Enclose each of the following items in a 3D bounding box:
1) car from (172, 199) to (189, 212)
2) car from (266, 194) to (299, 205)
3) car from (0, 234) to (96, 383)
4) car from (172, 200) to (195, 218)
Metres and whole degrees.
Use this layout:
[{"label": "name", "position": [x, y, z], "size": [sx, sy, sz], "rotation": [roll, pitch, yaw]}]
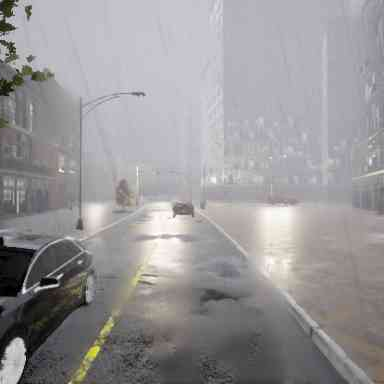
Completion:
[{"label": "car", "position": [-1.500, 1.607, 40.650], "size": [1.895, 1.301, 4.718], "rotation": [0, 0, -4]}, {"label": "car", "position": [13.945, 1.201, 51.510], "size": [5.009, 1.841, 2.192], "rotation": [0, -1, 15]}, {"label": "car", "position": [-2.894, 1.506, 5.152], "size": [1.837, 1.490, 4.892], "rotation": [0, 0, -1]}, {"label": "car", "position": [-0.817, 1.483, 30.774], "size": [1.882, 1.535, 5.008], "rotation": [0, 0, -3]}]
